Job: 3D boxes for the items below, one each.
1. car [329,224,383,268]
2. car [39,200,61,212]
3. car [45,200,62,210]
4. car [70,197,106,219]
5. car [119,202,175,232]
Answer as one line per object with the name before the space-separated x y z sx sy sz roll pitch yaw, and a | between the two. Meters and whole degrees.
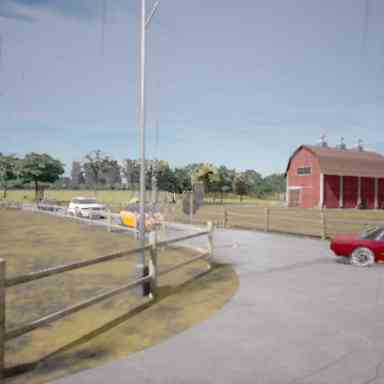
car | 7.031 1.752 10.683 4.718 1.301 1.895 0 0 28
car | -20.164 1.881 46.853 2.097 1.767 4.553 0 -1 -34
car | -24.009 2.184 57.602 1.837 1.490 4.892 0 -1 -34
car | -10.061 1.516 31.833 2.150 2.045 5.566 0 0 -35
car | -2.955 1.558 21.374 2.097 1.767 4.553 0 0 -34
